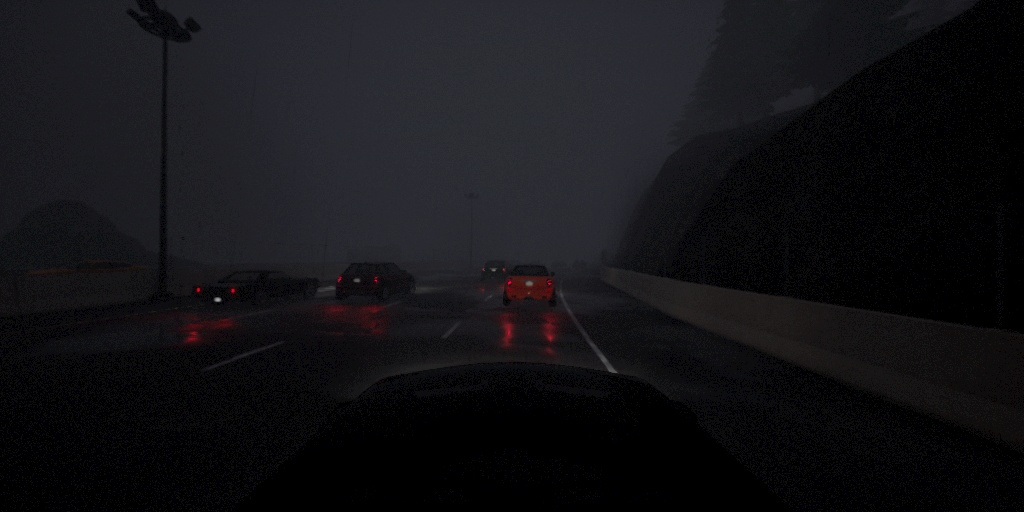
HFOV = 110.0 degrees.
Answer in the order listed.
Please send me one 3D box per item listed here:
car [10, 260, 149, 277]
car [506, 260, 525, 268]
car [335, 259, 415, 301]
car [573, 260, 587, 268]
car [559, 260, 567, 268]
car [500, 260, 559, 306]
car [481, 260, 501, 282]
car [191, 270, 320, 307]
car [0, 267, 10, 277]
[{"bbox_3d":[-23.644,0.975,20.239,1.882,1.535,5.008,1,0,6],"label":"car"},{"bbox_3d":[0.638,1.357,63.525,1.895,1.301,4.718,1,0,21],"label":"car"},{"bbox_3d":[-6.214,1.032,16.901,2.097,1.767,4.553,1,0,5],"label":"car"},{"bbox_3d":[11.950,1.374,63.001,2.128,1.511,4.902,0,0,23],"label":"car"},{"bbox_3d":[8.330,1.406,63.393,1.994,1.385,4.181,1,0,22],"label":"car"},{"bbox_3d":[0.871,1.111,16.180,2.097,1.767,4.553,1,0,5],"label":"car"},{"bbox_3d":[-1.029,1.090,28.777,2.097,1.767,4.553,1,0,9],"label":"car"},{"bbox_3d":[-10.110,1.238,14.754,1.895,1.301,4.718,1,0,5],"label":"car"},{"bbox_3d":[-30.713,1.009,19.790,1.895,1.301,4.718,1,0,5],"label":"car"}]
